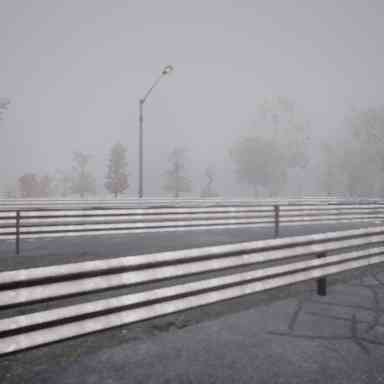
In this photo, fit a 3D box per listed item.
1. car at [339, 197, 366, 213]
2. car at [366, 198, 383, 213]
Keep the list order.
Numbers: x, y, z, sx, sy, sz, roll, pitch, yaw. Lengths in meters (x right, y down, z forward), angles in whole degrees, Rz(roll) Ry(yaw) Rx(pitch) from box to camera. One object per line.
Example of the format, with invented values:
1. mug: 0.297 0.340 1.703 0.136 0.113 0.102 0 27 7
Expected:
1. car: 17.004 1.260 33.488 4.902 1.511 2.128 0 0 -23
2. car: 18.697 1.274 30.404 4.892 1.490 1.837 0 0 -23
